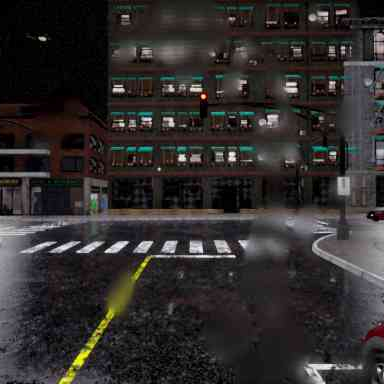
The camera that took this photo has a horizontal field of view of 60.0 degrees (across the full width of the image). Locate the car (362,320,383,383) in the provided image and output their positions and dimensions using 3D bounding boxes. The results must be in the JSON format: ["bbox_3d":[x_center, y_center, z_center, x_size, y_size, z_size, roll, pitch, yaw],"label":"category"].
[{"bbox_3d":[2.753,1.441,1.902,1.967,1.590,4.097,1,0,0],"label":"car"}]

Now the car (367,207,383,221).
[{"bbox_3d":[14.796,1.452,23.616,4.181,1.385,1.994,-1,-1,1],"label":"car"}]
